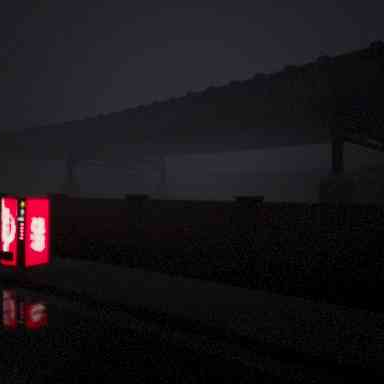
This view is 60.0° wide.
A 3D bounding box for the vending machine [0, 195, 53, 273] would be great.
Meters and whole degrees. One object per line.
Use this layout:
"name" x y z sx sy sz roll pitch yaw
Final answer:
"vending machine" -4.835 1.140 9.698 0.880 2.100 1.100 1 0 30
